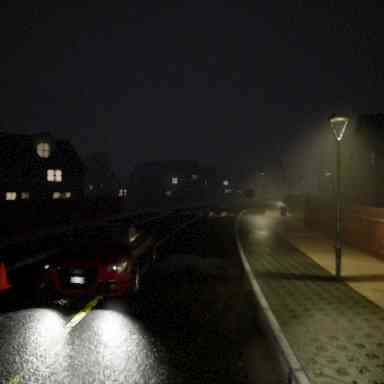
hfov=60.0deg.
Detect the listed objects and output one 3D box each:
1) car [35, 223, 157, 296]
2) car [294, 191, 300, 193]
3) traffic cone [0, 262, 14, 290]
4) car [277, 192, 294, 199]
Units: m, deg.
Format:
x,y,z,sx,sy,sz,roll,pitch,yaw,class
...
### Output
x,y,z,sx,sy,sz,roll,pitch,yaw,class
-2.126,1.520,8.473,1.994,1.385,4.181,0,0,3,car
27.536,0.597,87.633,2.128,1.511,4.902,0,1,37,car
-4.380,1.913,7.692,0.340,0.580,0.340,0,0,3,traffic cone
21.899,0.914,79.066,1.895,1.301,4.718,0,1,33,car
